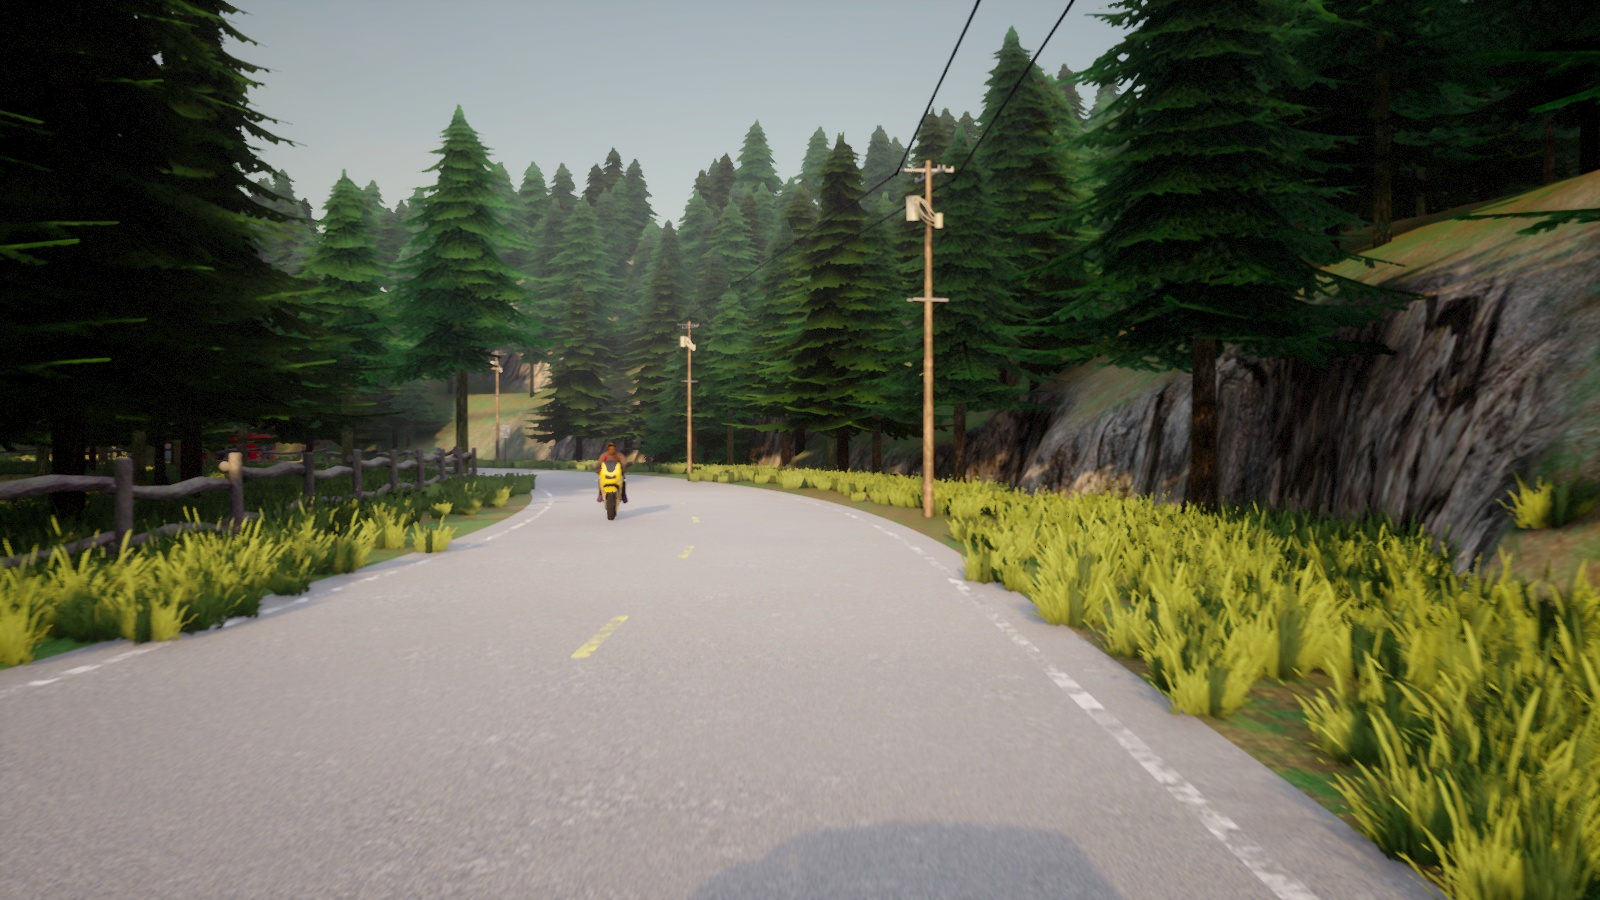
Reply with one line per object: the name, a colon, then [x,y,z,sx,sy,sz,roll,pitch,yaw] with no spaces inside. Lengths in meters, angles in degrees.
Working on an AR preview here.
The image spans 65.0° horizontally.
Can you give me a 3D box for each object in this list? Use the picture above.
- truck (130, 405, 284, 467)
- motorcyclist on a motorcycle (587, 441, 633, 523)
truck: [-37.445,-0.895,79.402,8.468,3.827,2.891,0,0,5]
motorcyclist on a motorcycle: [-3.661,0.588,24.373,0.797,1.523,2.044,0,0,-6]
